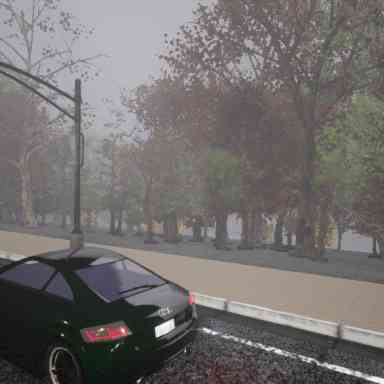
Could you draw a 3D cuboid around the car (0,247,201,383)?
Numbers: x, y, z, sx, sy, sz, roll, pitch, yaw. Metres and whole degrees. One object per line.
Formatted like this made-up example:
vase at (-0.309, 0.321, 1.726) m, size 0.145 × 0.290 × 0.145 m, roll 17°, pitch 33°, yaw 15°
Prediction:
car at (-1.945, 1.563, 5.073) m, size 4.181 × 1.385 × 1.994 m, roll 0°, pitch 0°, yaw 36°
